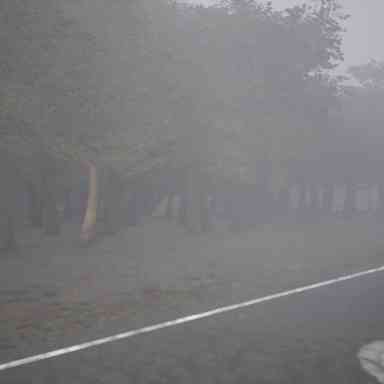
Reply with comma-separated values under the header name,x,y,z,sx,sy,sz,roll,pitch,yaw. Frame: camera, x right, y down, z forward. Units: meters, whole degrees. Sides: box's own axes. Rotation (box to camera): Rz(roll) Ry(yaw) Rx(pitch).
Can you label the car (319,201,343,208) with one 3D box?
name,x,y,z,sx,sy,sz,roll,pitch,yaw
car,26.245,2.416,63.225,1.837,1.490,4.892,2,-2,-35
